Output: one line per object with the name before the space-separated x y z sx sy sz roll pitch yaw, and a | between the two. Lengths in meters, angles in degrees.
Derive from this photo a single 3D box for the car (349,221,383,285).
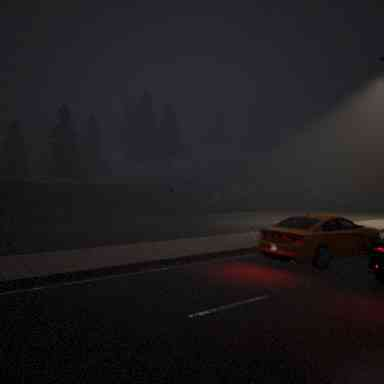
car | 6.294 1.491 8.236 4.902 1.511 2.128 0 0 -36

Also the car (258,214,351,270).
car | 4.407 1.477 11.189 5.008 1.535 1.882 0 0 -36
